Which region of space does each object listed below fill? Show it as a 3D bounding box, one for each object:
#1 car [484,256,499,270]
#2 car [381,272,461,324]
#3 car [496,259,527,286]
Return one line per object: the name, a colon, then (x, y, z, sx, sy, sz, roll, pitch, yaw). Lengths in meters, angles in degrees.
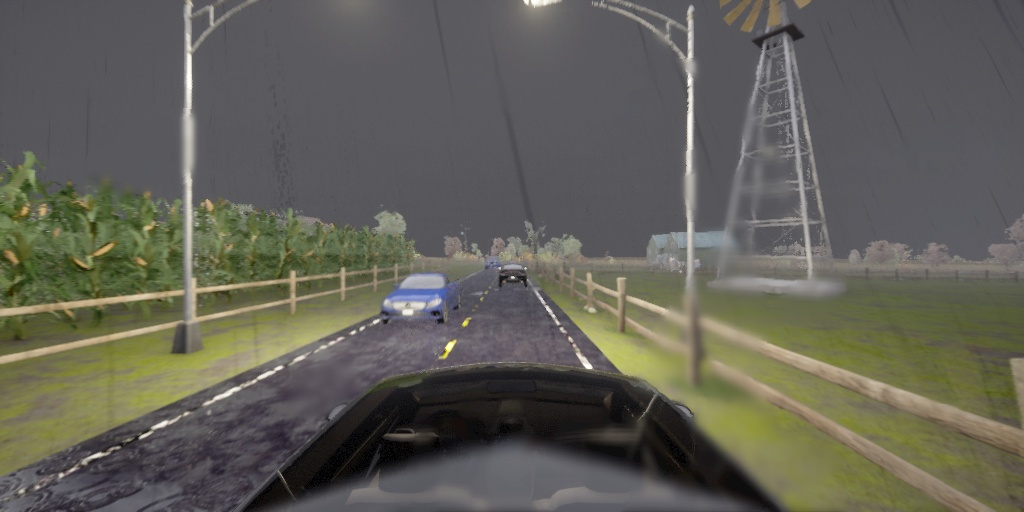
car: (-2.953, 1.000, 54.460, 2.150, 2.045, 5.566, 0, 0, 0)
car: (-2.849, 1.275, 12.109, 1.812, 1.442, 4.674, 0, 0, 0)
car: (0.050, 1.230, 25.384, 1.882, 1.535, 5.008, 0, 0, 0)
